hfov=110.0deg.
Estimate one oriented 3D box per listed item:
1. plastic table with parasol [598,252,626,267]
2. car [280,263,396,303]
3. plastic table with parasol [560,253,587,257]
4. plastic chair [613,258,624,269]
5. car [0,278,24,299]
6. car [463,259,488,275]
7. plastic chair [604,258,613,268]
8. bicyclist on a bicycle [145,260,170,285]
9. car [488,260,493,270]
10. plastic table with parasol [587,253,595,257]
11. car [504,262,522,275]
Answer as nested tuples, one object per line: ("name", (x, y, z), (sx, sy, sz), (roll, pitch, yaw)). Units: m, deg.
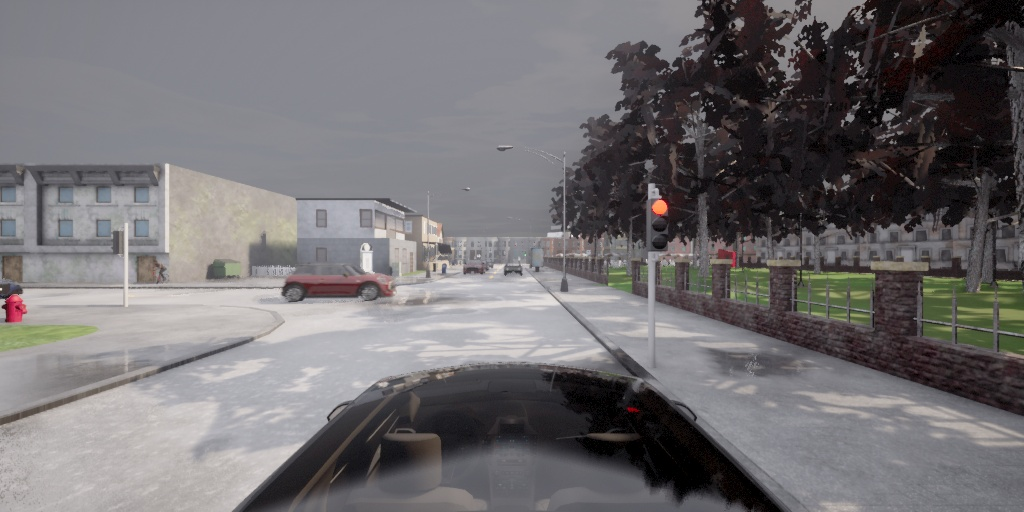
("plastic table with parasol", (15.279, 0.694, 55.030), (2.482, 2.480, 2.482), (0, 0, -40))
("car", (-7.668, 1.101, 16.241), (4.553, 1.767, 2.097), (0, 0, -8))
("plastic table with parasol", (9.959, 0.684, 57.767), (2.482, 2.480, 2.482), (0, 0, -40))
("plastic chair", (16.012, 1.296, 54.032), (0.750, 1.272, 0.730), (0, 0, -40))
("car", (-24.538, 1.314, 15.756), (4.181, 1.385, 1.994), (0, 0, 0))
("car", (-4.108, 1.102, 39.537), (2.097, 1.767, 4.553), (0, 0, 0))
("plastic chair", (14.306, 1.306, 54.128), (0.730, 1.272, 0.750), (0, 0, -35))
("bicyclist on a bicycle", (-23.866, 1.098, 24.154), (0.582, 1.620, 1.656), (0, 0, 0))
("car", (-4.108, 1.297, 49.052), (2.033, 1.411, 5.357), (0, 0, 0))
("plastic table with parasol", (14.655, 0.673, 63.244), (2.482, 2.480, 2.482), (0, 0, -42))
("car", (0.117, 1.351, 38.709), (1.895, 1.301, 4.718), (0, 0, 0))
